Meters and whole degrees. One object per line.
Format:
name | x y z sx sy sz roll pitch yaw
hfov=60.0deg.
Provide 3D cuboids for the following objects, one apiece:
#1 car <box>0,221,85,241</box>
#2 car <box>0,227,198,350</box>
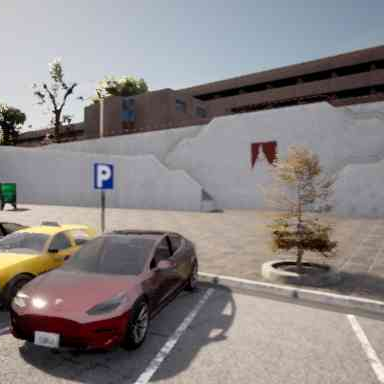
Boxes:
car | -3.721 1.530 8.229 1.946 1.575 5.366 0 -1 15
car | -1.252 1.551 6.650 2.163 1.488 4.792 0 -1 15
